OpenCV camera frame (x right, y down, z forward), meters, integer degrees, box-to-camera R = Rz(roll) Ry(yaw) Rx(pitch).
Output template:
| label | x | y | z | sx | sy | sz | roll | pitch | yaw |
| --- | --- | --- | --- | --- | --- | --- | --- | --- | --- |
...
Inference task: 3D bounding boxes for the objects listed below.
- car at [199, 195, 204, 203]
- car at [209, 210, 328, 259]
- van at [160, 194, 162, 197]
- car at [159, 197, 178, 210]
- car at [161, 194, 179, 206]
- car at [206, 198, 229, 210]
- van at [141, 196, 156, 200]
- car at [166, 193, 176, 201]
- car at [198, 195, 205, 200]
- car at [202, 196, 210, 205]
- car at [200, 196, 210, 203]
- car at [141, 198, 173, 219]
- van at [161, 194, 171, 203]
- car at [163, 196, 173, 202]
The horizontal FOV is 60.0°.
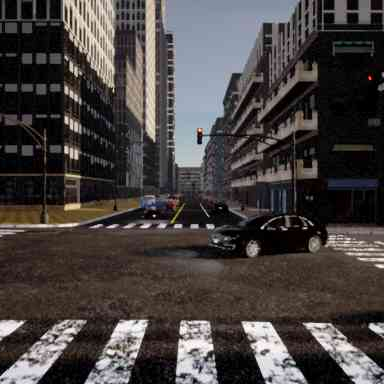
| label | x | y | z | sx | sy | sz | roll | pitch | yaw |
| --- | --- | --- | --- | --- | --- | --- | --- | --- | --- |
| car | 2.738 | 1.560 | 60.769 | 2.008 | 1.369 | 4.403 | 0 | 0 | 0 |
| car | 3.059 | 1.593 | 12.982 | 4.892 | 1.490 | 1.837 | 2 | -1 | -25 |
| van | -5.638 | 1.352 | 66.429 | 1.690 | 1.788 | 3.998 | 0 | 0 | 0 |
| car | -3.063 | 1.604 | 39.704 | 1.895 | 1.301 | 4.718 | 0 | 0 | 0 |
| car | -3.045 | 1.358 | 50.607 | 2.097 | 1.767 | 4.553 | 0 | 0 | 0 |
| car | 2.717 | 1.568 | 33.839 | 1.947 | 1.339 | 4.313 | 0 | 0 | 0 |
| van | -5.657 | 1.345 | 43.813 | 1.690 | 1.788 | 3.998 | 0 | 0 | 0 |
| car | -5.619 | 1.335 | 89.048 | 2.192 | 1.841 | 5.009 | 0 | 0 | 0 |
| car | 2.766 | 1.589 | 94.695 | 1.947 | 1.339 | 4.313 | 0 | 0 | 0 |
| car | 2.724 | 1.549 | 43.806 | 1.887 | 1.381 | 4.507 | 0 | 0 | 0 |
| car | 2.748 | 1.558 | 72.077 | 1.887 | 1.381 | 4.507 | 0 | 0 | 0 |
| car | -3.076 | 1.549 | 29.719 | 2.033 | 1.411 | 5.357 | 0 | 0 | 0 |
| van | -5.633 | 1.354 | 72.084 | 1.690 | 1.788 | 3.998 | 0 | 0 | 0 |
| car | -5.628 | 1.566 | 77.738 | 2.008 | 1.369 | 4.403 | 0 | 0 | 0 |
